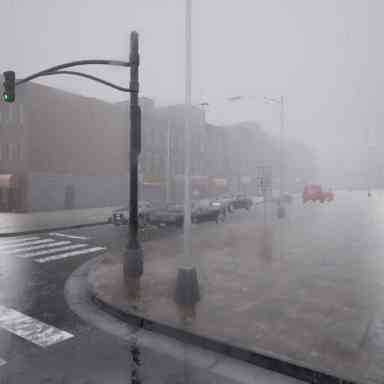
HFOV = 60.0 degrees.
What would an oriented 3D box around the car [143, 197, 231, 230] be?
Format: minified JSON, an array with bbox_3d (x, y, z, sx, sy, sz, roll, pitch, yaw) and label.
[{"bbox_3d":[-0.071,1.176,17.283,1.895,1.301,4.718,0,2,35],"label":"car"}]

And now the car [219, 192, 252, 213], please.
[{"bbox_3d":[3.193,0.794,26.934,2.128,1.511,4.902,0,2,35],"label":"car"}]

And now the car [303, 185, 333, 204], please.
[{"bbox_3d":[14.142,0.181,37.205,2.150,2.045,5.566,0,2,36],"label":"car"}]

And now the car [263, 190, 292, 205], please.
[{"bbox_3d":[9.160,0.572,35.293,1.812,1.442,4.674,0,2,36],"label":"car"}]

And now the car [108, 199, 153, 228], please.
[{"bbox_3d":[-2.640,1.127,18.754,1.994,1.385,4.181,0,2,36],"label":"car"}]
